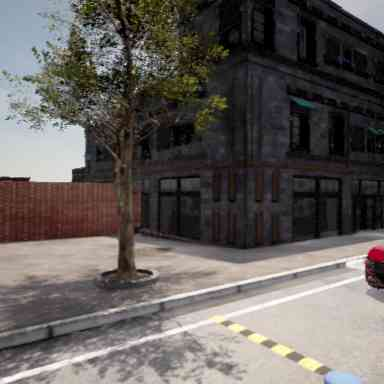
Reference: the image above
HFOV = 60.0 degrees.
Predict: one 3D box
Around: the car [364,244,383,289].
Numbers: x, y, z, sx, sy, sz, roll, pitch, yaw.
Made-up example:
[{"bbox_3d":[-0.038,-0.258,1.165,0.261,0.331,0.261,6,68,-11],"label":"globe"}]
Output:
[{"bbox_3d":[6.137,1.474,8.072,5.008,1.535,1.882,0,0,-36],"label":"car"}]
